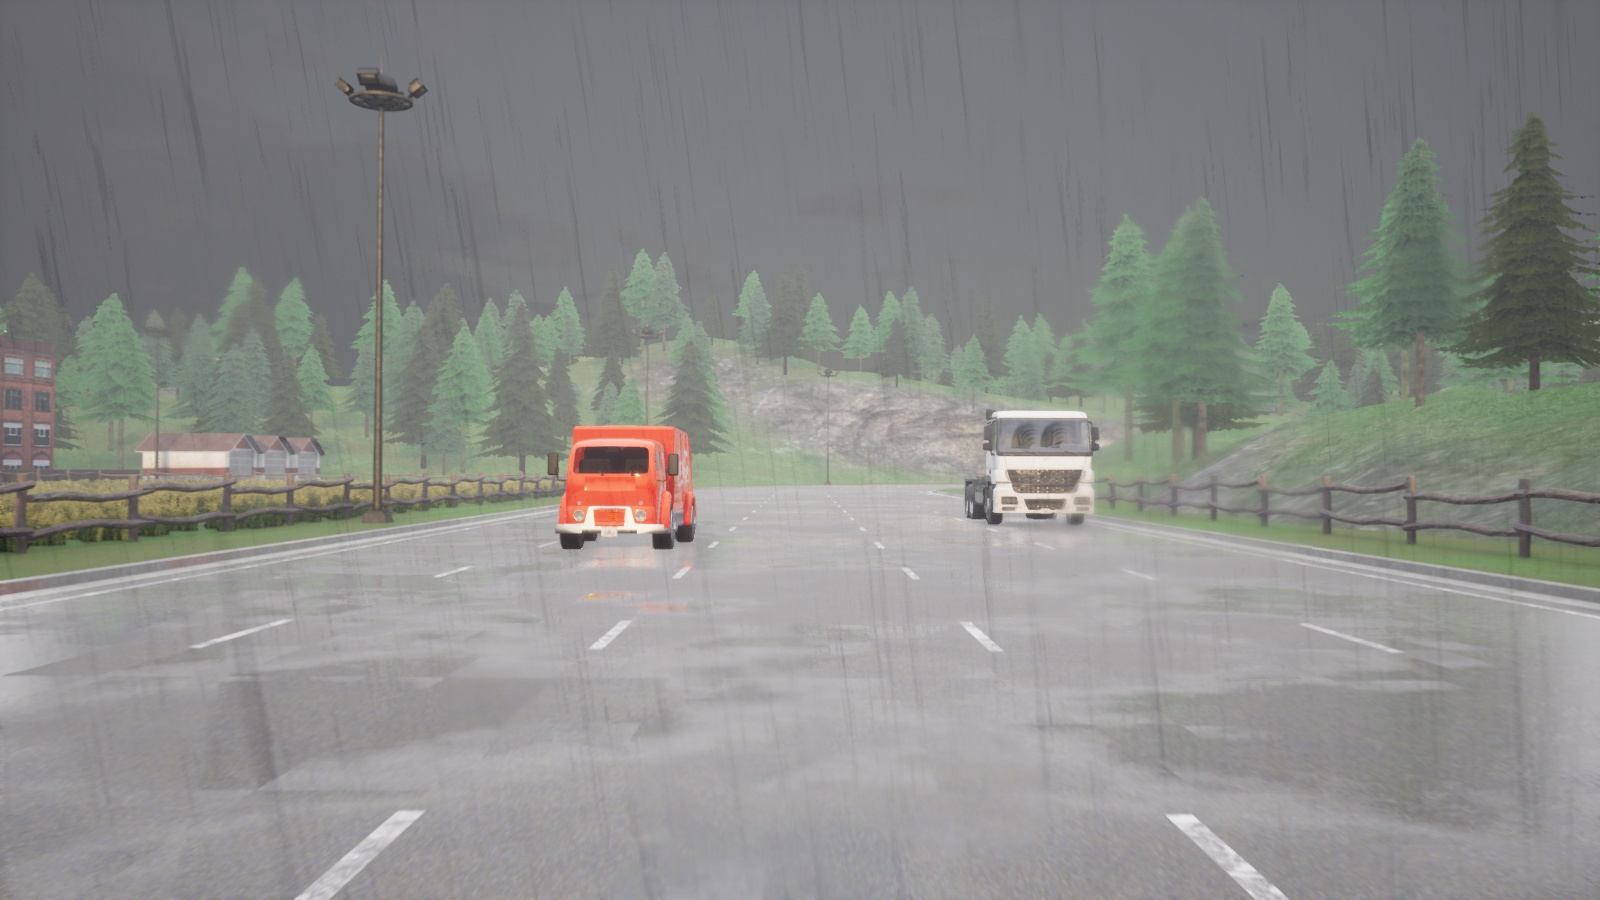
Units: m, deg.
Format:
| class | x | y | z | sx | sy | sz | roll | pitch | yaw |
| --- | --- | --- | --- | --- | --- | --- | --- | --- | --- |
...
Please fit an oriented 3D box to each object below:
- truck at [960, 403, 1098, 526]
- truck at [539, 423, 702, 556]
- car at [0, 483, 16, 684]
| class | x | y | z | sx | sy | sz | roll | pitch | yaw |
| --- | --- | --- | --- | --- | --- | --- | --- | --- | --- |
| truck | 6.965 | 0.465 | 39.462 | 2.891 | 3.462 | 7.936 | 0 | -1 | 0 |
| truck | -3.560 | 0.779 | 26.082 | 2.627 | 2.467 | 5.204 | 0 | -1 | 0 |
| car | -7.017 | 0.962 | 7.110 | 2.163 | 1.488 | 4.792 | 0 | -1 | 0 |
